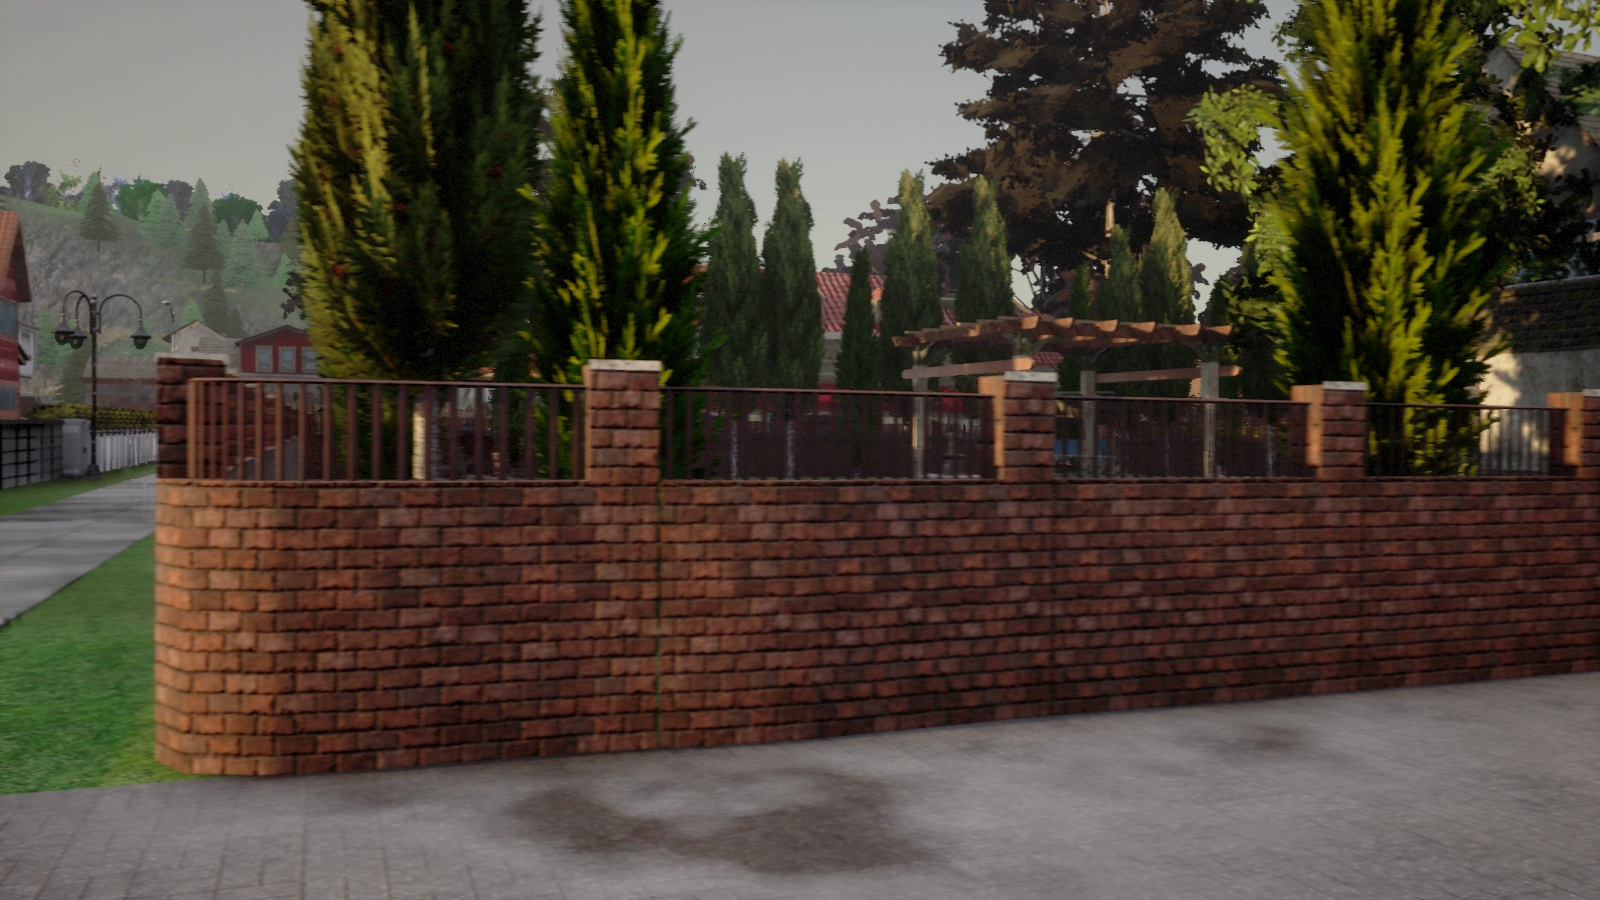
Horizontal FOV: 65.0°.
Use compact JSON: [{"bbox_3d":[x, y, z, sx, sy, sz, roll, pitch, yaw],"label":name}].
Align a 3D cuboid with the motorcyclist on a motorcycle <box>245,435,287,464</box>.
[{"bbox_3d":[-28.786,-0.010,67.685,2.044,1.523,0.797,-1,1,-21],"label":"motorcyclist on a motorcycle"}]
